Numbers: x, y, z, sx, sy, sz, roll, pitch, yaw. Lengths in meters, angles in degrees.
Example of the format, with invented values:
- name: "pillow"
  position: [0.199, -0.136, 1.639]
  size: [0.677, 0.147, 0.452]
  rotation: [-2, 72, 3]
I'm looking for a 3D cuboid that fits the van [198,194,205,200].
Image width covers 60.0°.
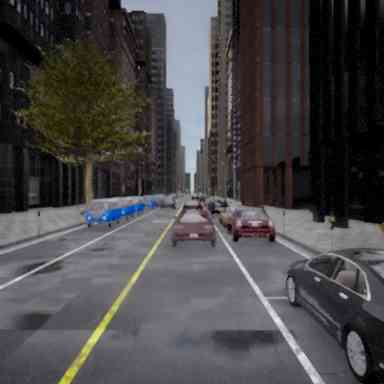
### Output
- name: "van"
  position: [2.725, 1.440, 95.114]
  size: [1.690, 1.788, 3.998]
  rotation: [0, 0, 0]

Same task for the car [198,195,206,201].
- name: "car"
  position: [2.727, 1.640, 89.495]
  size: [2.008, 1.369, 4.403]
  rotation: [0, 0, 0]

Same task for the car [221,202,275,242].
- name: "car"
  position: [2.757, 1.449, 16.451]
  size: [1.967, 1.590, 4.097]
  rotation: [0, 0, 0]

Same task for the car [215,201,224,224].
- name: "car"
  position: [2.754, 1.538, 22.240]
  size: [1.752, 1.417, 4.829]
  rotation: [0, 0, 0]

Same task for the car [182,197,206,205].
- name: "car"
  position: [0.080, 1.497, 31.077]
  size: [1.882, 1.535, 5.008]
  rotation: [0, 0, 0]

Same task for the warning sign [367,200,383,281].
- name: "warning sign"
  position: [5.063, 1.119, 7.864]
  size: [1.300, 1.860, 1.060]
  rotation: [0, 0, 0]

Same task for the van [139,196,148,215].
- name: "van"
  position: [-5.775, 1.362, 33.297]
  size: [1.690, 1.788, 3.998]
  rotation: [0, 0, 0]

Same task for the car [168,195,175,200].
- name: "car"
  position: [-5.800, 1.644, 95.099]
  size: [1.887, 1.381, 4.507]
  rotation: [0, 0, 0]

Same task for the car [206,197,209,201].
- name: "car"
  position: [2.748, 1.592, 38.926]
  size: [1.947, 1.339, 4.313]
  rotation: [0, 0, 0]

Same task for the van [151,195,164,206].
- name: "van"
  position: [-5.784, 1.384, 55.770]
  size: [1.690, 1.788, 3.998]
  rotation: [0, 0, 0]

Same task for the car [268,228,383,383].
- name: "car"
  position: [2.761, 1.553, 5.214]
  size: [2.008, 1.369, 4.403]
  rotation: [0, 0, 0]

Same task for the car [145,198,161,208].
- name: "car"
  position: [-5.782, 1.582, 50.152]
  size: [1.887, 1.381, 4.507]
  rotation: [0, 0, 0]

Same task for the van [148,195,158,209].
- name: "van"
  position: [-5.780, 1.373, 44.534]
  size: [1.690, 1.788, 3.998]
  rotation: [0, 0, 0]

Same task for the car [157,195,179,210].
- name: "car"
  position: [-3.107, 1.508, 43.863]
  size: [1.882, 1.535, 5.008]
  rotation: [0, 0, 0]

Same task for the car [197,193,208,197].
- name: "car"
  position: [2.734, 1.378, 72.639]
  size: [2.192, 1.841, 5.009]
  rotation: [0, 0, 0]

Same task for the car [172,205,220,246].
- name: "car"
  position: [0.080, 1.534, 15.252]
  size: [1.812, 1.442, 4.674]
  rotation: [0, 0, 0]

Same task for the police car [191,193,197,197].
- name: "police car"
  position: [0.865, 1.512, 87.971]
  size: [1.930, 1.638, 5.238]
  rotation: [0, 0, 0]

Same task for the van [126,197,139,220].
- name: "van"
  position: [-5.773, 1.358, 27.679]
  size: [1.690, 1.788, 3.998]
  rotation: [0, 0, 0]

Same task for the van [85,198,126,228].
- name: "van"
  position: [-5.770, 1.354, 22.060]
  size: [1.690, 1.788, 3.998]
  rotation: [0, 0, 0]

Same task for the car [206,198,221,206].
- name: "car"
  position: [2.750, 1.587, 33.308]
  size: [1.947, 1.339, 4.313]
  rotation: [0, 0, 0]

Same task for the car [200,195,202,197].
- name: "car"
  position: [2.741, 1.609, 55.782]
  size: [1.947, 1.339, 4.313]
  rotation: [0, 0, 0]

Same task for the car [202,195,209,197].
- name: "car"
  position: [2.743, 1.563, 50.334]
  size: [1.752, 1.417, 4.829]
  rotation: [0, 0, 0]

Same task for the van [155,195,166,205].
- name: "van"
  position: [-5.786, 1.390, 61.390]
  size: [1.690, 1.788, 3.998]
  rotation: [0, 0, 0]
